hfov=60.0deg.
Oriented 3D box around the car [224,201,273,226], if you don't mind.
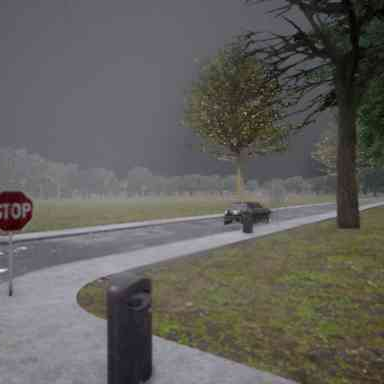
[{"bbox_3d":[4.179,1.455,24.219,2.097,1.767,4.553,-1,0,36],"label":"car"}]
